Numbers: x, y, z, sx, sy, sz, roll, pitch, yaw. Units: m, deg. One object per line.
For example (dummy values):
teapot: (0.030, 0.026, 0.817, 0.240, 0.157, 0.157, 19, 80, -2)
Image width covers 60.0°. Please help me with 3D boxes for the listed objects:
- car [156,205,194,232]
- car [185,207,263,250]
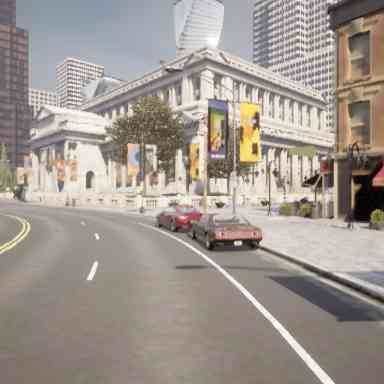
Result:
car: (-0.699, 1.467, 19.440, 2.002, 1.452, 4.674, 0, 0, -22)
car: (1.195, 1.541, 14.031, 1.895, 1.301, 4.718, 0, 0, -12)
